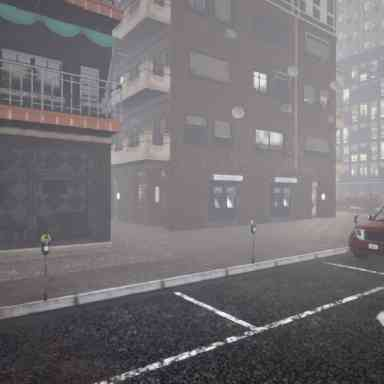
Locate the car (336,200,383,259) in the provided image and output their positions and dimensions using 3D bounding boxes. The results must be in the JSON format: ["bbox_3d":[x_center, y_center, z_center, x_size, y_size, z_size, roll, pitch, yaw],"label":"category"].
[{"bbox_3d":[7.472,1.317,11.407,5.009,1.841,2.192,0,0,-35],"label":"car"}]

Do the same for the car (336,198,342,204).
[{"bbox_3d":[12.706,1.331,34.186,1.802,1.307,4.206,1,0,-36],"label":"car"}]

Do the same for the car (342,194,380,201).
[{"bbox_3d":[19.319,1.110,38.940,2.192,1.841,5.009,1,0,-36],"label":"car"}]
